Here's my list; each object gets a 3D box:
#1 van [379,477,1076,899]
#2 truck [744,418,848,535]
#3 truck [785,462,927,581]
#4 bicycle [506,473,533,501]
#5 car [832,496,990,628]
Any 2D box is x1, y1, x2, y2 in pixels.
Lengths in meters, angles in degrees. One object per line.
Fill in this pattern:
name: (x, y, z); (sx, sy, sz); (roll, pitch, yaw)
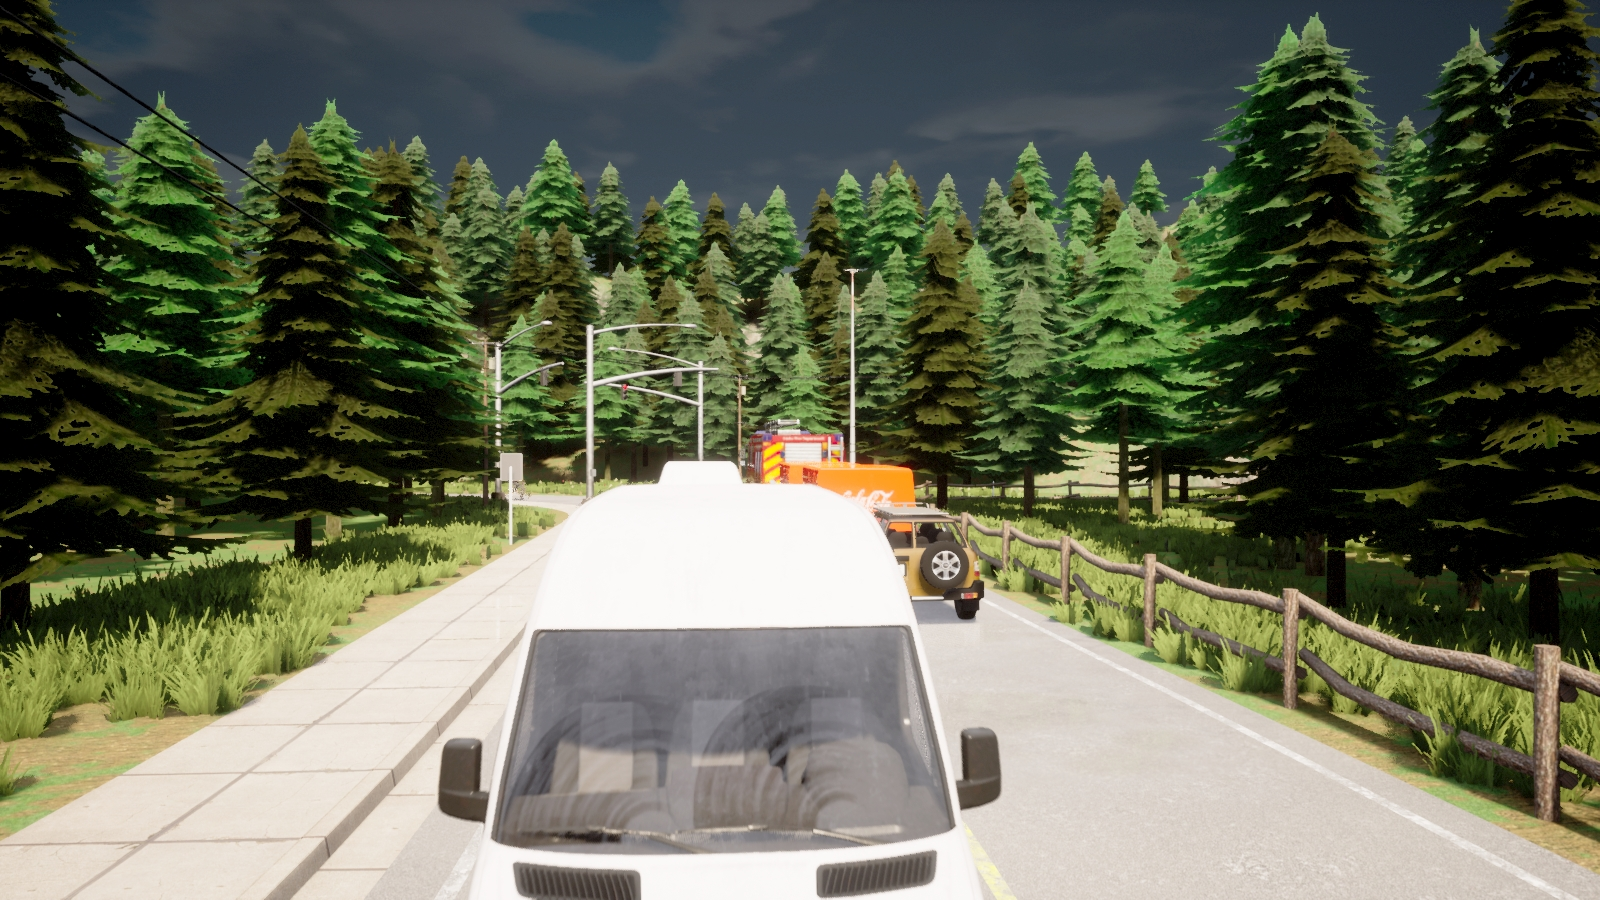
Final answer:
van: (-0.422, 1.499, 6.212); (1.988, 2.561, 5.915); (0, 0, -5)
truck: (-0.330, 0.864, 41.732); (2.891, 3.827, 8.468); (0, 0, -6)
truck: (1.157, 1.541, 26.866); (2.627, 2.467, 5.204); (0, 0, -5)
bicycle: (-15.518, 2.034, 63.265); (1.835, 1.471, 0.329); (0, 1, 36)
car: (1.806, 1.837, 20.136); (1.932, 1.855, 4.605); (0, 0, -5)
